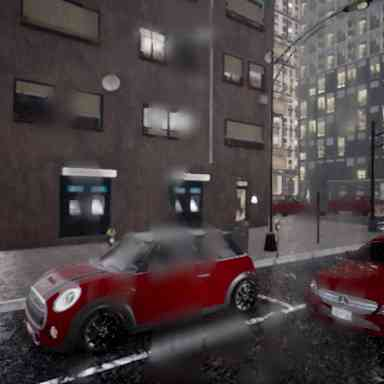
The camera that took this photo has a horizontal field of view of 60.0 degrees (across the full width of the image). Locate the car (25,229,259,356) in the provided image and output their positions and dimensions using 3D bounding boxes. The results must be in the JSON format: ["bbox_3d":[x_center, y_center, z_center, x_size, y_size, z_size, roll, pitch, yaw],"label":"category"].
[{"bbox_3d":[-0.743,1.462,6.026,4.097,1.590,1.967,1,0,-35],"label":"car"}]

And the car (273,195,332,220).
[{"bbox_3d":[8.140,1.184,26.936,2.192,1.841,5.009,2,0,-36],"label":"car"}]

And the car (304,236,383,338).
[{"bbox_3d":[4.138,1.580,6.331,4.674,1.442,1.812,1,0,-35],"label":"car"}]

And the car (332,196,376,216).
[{"bbox_3d":[14.884,1.270,31.909,2.192,1.841,5.009,2,0,-36],"label":"car"}]
